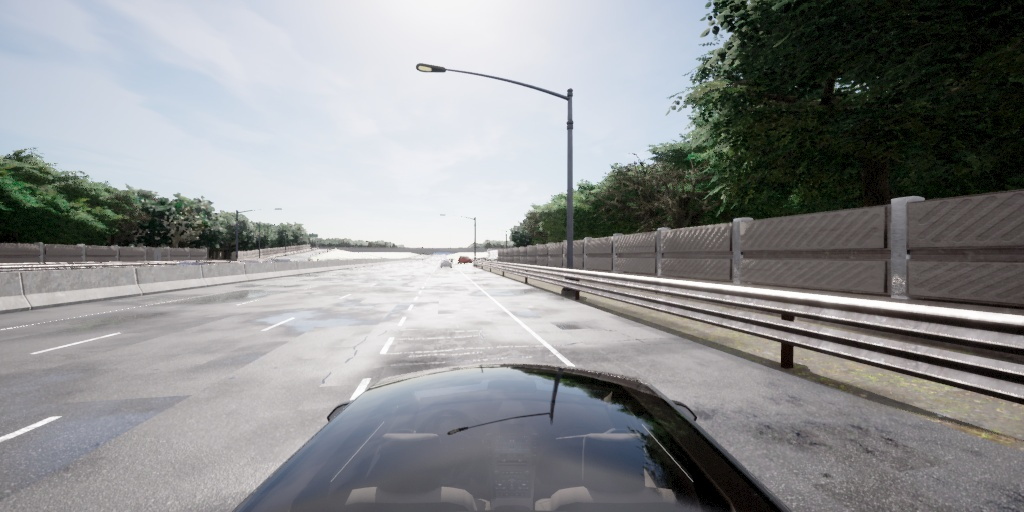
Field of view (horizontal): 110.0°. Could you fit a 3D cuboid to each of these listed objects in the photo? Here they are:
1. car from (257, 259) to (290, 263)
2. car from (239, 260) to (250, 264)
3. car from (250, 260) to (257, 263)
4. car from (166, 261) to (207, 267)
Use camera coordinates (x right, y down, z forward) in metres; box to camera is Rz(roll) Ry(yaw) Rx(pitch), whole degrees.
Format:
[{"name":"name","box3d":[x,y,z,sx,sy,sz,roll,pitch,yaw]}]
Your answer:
[{"name":"car","box3d":[-29.715,1.138,45.523,2.097,1.767,4.553,0,0,-11]},{"name":"car","box3d":[-38.002,1.323,51.855,1.812,1.442,4.674,0,0,-10]},{"name":"car","box3d":[-34.265,1.343,50.839,2.033,1.411,5.357,0,0,-10]},{"name":"car","box3d":[-40.184,1.334,44.368,2.033,1.411,5.357,0,0,-11]}]
